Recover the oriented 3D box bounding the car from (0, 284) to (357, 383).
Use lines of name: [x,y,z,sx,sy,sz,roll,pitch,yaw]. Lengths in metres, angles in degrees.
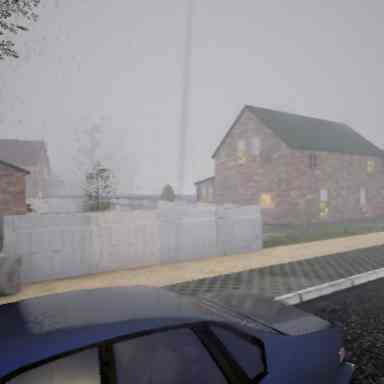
car: [-0.978,1.546,2.369,5.357,1.411,2.033,0,0,-35]
